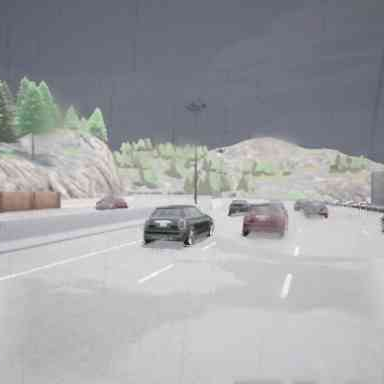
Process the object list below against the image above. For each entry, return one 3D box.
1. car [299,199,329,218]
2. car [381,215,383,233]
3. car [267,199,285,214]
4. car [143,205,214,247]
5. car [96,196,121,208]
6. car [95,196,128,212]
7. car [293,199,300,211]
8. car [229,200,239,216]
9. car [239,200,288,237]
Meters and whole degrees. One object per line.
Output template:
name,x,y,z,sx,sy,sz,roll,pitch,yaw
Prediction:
car,11.349,1.595,30.613,2.033,1.411,5.357,0,0,15
car,10.956,1.499,16.679,1.882,1.535,5.008,0,0,18
car,9.181,1.587,36.673,1.812,1.442,4.674,0,0,13
car,-0.472,1.382,15.633,2.097,1.767,4.553,0,0,19
car,-12.907,1.462,51.612,2.097,1.767,4.553,0,0,10
car,-8.875,1.432,37.097,2.097,1.767,4.553,0,0,14
car,13.652,1.613,40.905,2.033,1.411,5.357,0,0,11
car,4.835,1.562,33.437,1.837,1.490,4.892,0,-1,14
car,4.165,1.384,18.439,2.097,1.767,4.553,0,0,18
